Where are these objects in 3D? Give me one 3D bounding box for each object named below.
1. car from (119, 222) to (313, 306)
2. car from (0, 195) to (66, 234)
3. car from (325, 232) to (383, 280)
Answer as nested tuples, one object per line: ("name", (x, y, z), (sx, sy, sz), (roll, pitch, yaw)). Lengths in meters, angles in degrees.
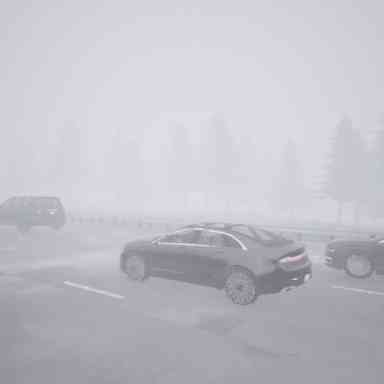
("car", (0.327, 1.492, 8.059), (4.902, 1.511, 2.128), (0, 0, 36))
("car", (-9.729, 1.222, 19.531), (5.566, 2.045, 2.150), (0, 0, 36))
("car", (5.949, 1.504, 8.347), (4.892, 1.490, 1.837), (0, 0, 36))
